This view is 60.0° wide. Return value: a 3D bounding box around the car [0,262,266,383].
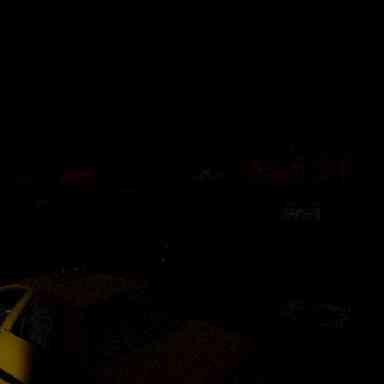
[{"bbox_3d":[-1.588,1.521,3.963,4.829,1.417,1.752,0,-1,36],"label":"car"}]
